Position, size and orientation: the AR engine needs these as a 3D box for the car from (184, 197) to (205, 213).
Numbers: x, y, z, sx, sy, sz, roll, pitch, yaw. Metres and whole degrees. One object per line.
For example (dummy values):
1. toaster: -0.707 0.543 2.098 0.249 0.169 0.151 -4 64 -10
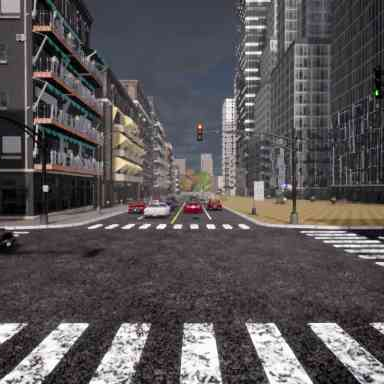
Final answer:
1. car: 0.136 1.559 37.736 1.994 1.385 4.181 0 0 0

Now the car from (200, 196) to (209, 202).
1. car: 2.781 1.547 74.967 1.887 1.381 4.507 -1 0 0

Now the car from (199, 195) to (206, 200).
1. car: 2.810 1.534 92.084 1.752 1.417 4.829 -1 0 0

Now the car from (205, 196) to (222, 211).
1. car: 2.719 1.540 41.073 1.887 1.381 4.507 -1 0 0

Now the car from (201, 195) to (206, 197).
1. car: 2.760 1.550 63.668 2.008 1.369 4.403 -1 0 0

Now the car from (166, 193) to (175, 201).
1. car: -5.550 1.321 86.222 2.192 1.841 5.009 -1 0 0

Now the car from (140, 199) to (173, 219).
1. car: -3.047 1.596 29.430 1.895 1.301 4.718 0 0 0

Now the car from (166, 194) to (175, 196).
1. car: -3.000 1.501 49.671 1.837 1.490 4.892 0 0 0

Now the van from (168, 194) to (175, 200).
1. van: -5.539 1.350 91.870 1.690 1.788 3.998 -1 0 0

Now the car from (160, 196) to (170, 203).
1. car: -5.577 1.583 69.275 1.802 1.307 4.206 -1 0 0

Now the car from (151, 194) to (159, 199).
1. car: -5.629 1.435 41.030 1.967 1.590 4.097 -1 0 0

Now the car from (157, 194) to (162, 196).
1. car: -5.611 1.312 52.329 2.192 1.841 5.009 -1 0 0

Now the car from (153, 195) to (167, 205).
1. car: -5.599 1.438 57.977 1.967 1.590 4.097 -1 0 0

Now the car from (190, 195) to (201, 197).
1. car: 0.204 1.524 62.173 1.812 1.442 4.674 0 0 0

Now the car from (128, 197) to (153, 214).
1. car: -5.638 1.540 35.381 1.887 1.381 4.507 -1 0 0

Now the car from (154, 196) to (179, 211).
1. car: -3.017 1.559 39.490 1.994 1.385 4.181 0 0 1

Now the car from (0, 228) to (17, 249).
1. car: -9.496 1.578 12.129 5.357 1.411 2.033 0 1 -9
